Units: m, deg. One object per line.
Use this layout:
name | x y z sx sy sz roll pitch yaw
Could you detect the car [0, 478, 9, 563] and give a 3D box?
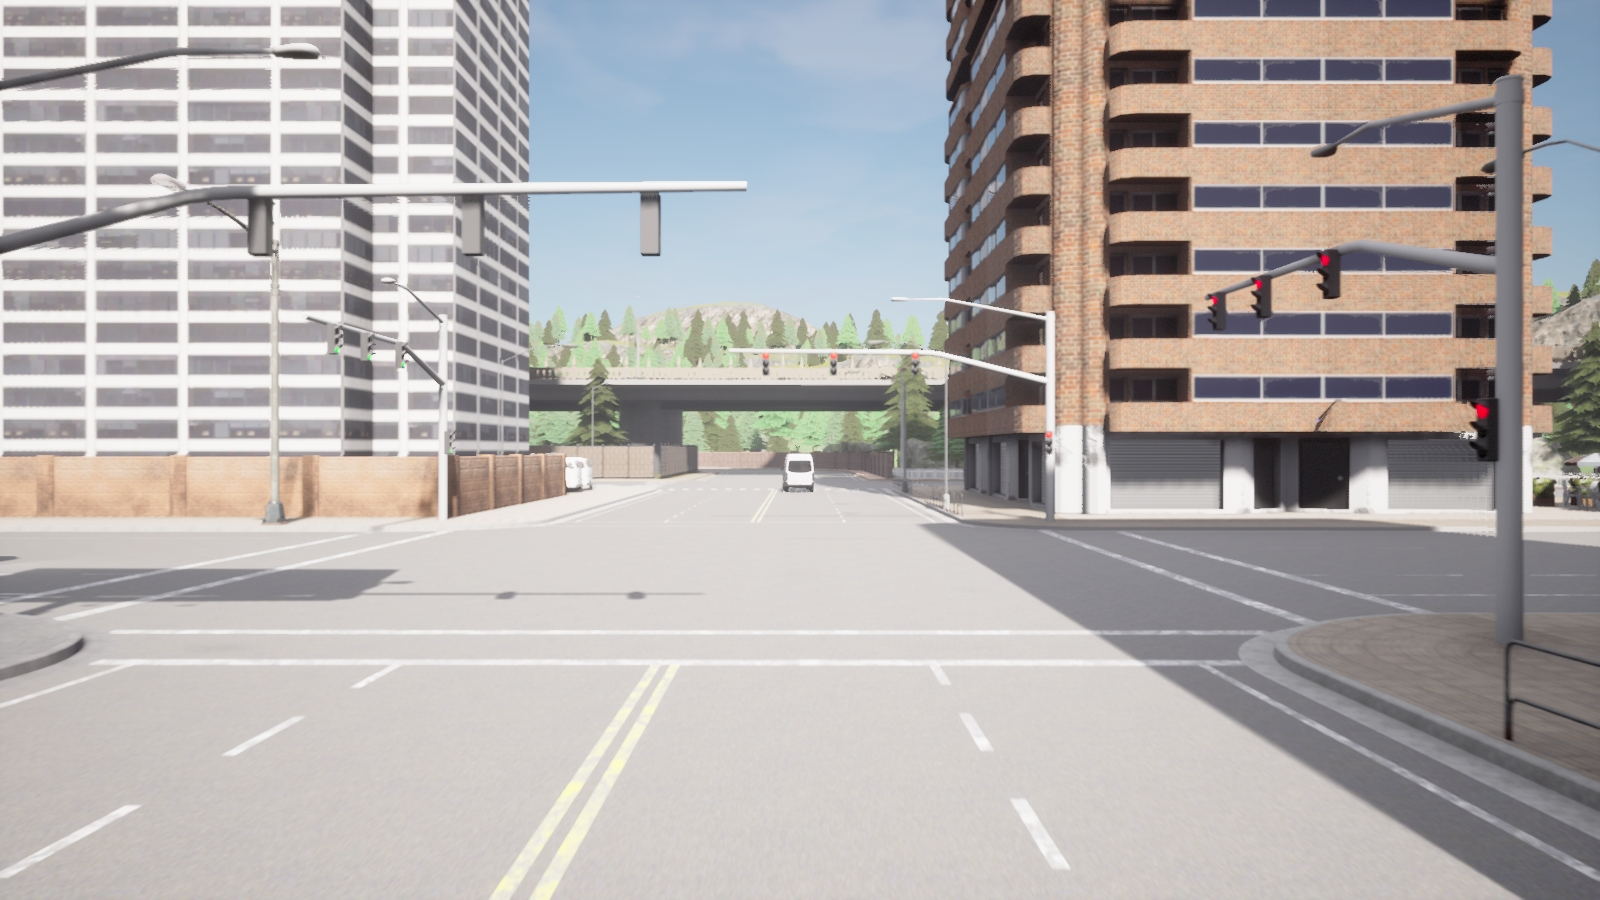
car | -23.037 1.754 27.546 6.274 2.098 2.390 0 0 0
